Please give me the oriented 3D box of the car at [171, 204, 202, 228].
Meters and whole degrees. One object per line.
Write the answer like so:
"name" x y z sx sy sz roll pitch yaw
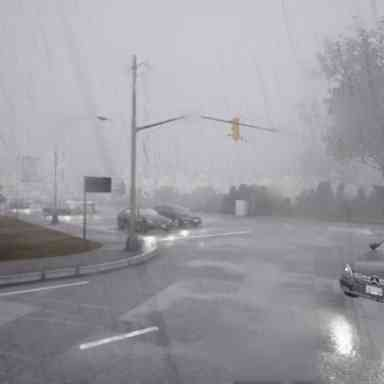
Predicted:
"car" -1.239 1.681 24.122 1.837 1.490 4.892 1 0 -39

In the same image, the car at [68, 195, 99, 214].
"car" -12.741 1.394 38.502 2.150 2.045 5.566 1 -1 -39

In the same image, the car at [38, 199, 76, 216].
"car" -14.070 1.691 34.555 1.994 1.385 4.181 1 -1 -39

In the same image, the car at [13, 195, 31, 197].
"car" -41.835 1.564 81.876 2.097 1.767 4.553 1 -1 -35

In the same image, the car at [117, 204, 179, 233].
"car" -3.064 1.659 20.803 1.812 1.442 4.674 1 0 -39

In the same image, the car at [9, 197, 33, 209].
"car" -25.329 1.791 48.783 1.895 1.301 4.718 1 -1 -39

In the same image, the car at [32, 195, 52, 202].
"car" -22.604 1.348 50.989 1.812 1.442 4.674 1 -1 -39

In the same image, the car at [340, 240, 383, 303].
"car" 5.361 1.643 7.681 4.674 1.442 1.812 1 -1 -35
